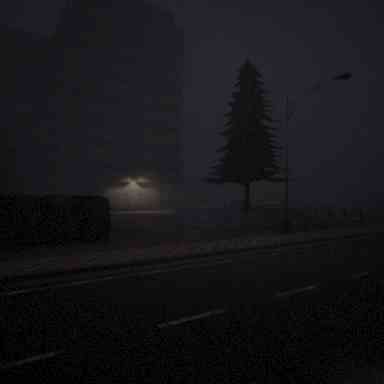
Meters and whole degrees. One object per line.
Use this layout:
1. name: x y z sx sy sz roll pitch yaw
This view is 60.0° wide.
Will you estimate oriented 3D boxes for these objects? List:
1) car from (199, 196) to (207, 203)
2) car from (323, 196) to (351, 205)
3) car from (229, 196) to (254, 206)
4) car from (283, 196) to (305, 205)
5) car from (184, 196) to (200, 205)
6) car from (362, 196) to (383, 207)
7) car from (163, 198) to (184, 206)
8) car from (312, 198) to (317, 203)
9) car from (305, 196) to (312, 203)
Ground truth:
1. car: 1.381 1.759 74.475 1.837 1.490 4.892 1 0 -36
2. car: 29.852 2.022 68.594 1.970 1.475 3.806 1 0 -36
3. car: 9.070 1.959 63.783 1.812 1.442 4.674 1 0 -35
4. car: 25.793 2.079 84.242 1.970 1.475 3.806 1 0 -36
5. car: -1.061 1.996 65.864 1.895 1.301 4.718 1 0 -36
6. car: 43.567 1.945 78.468 1.932 1.855 4.605 1 0 -36
7. car: -3.922 1.917 63.849 1.994 1.385 4.181 1 0 -36
8. car: 30.310 1.891 87.519 1.932 1.855 4.605 1 0 -36
9. car: 28.152 2.075 85.921 1.784 1.438 3.905 1 0 -36
